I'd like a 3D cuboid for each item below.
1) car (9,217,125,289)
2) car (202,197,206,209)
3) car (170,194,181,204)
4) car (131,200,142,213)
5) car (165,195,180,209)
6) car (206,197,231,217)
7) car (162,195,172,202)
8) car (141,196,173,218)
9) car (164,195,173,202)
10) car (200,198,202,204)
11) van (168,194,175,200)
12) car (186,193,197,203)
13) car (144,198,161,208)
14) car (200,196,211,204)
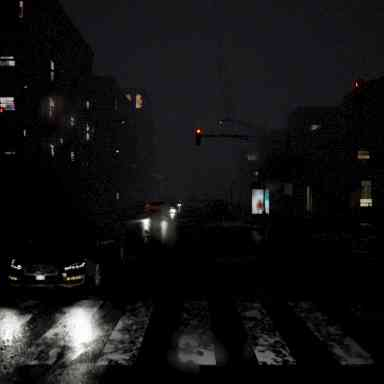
[{"bbox_3d":[-3.112,1.519,9.247,1.837,1.490,4.892,0,0,0],"label":"car"},{"bbox_3d":[2.611,1.601,43.224,1.802,1.307,4.206,0,0,0],"label":"car"},{"bbox_3d":[-3.110,1.606,64.971,1.837,1.490,4.892,0,0,0],"label":"car"},{"bbox_3d":[-5.760,1.565,37.500,2.008,1.369,4.403,0,0,0],"label":"car"},{"bbox_3d":[-3.174,1.514,46.231,2.128,1.511,4.902,0,0,0],"label":"car"},{"bbox_3d":[2.630,1.449,31.830,1.967,1.590,4.097,0,0,0],"label":"car"},{"bbox_3d":[-5.830,1.505,77.376,1.967,1.590,4.097,0,0,0],"label":"car"},{"bbox_3d":[-3.144,1.486,30.826,1.882,1.535,5.008,0,1,1],"label":"car"},{"bbox_3d":[-5.838,1.600,82.903,1.752,1.417,4.829,-1,0,0],"label":"car"},{"bbox_3d":[2.601,1.576,48.921,2.008,1.369,4.403,0,0,0],"label":"car"},{"bbox_3d":[-5.859,1.439,94.467,1.690,1.788,3.998,-1,0,0],"label":"van"},{"bbox_3d":[-0.031,1.276,70.639,2.150,2.045,5.566,0,0,0],"label":"car"},{"bbox_3d":[-5.779,1.576,48.894,2.008,1.369,4.403,0,0,0],"label":"car"},{"bbox_3d":[2.572,1.597,66.011,2.008,1.369,4.403,-1,0,0],"label":"car"}]
